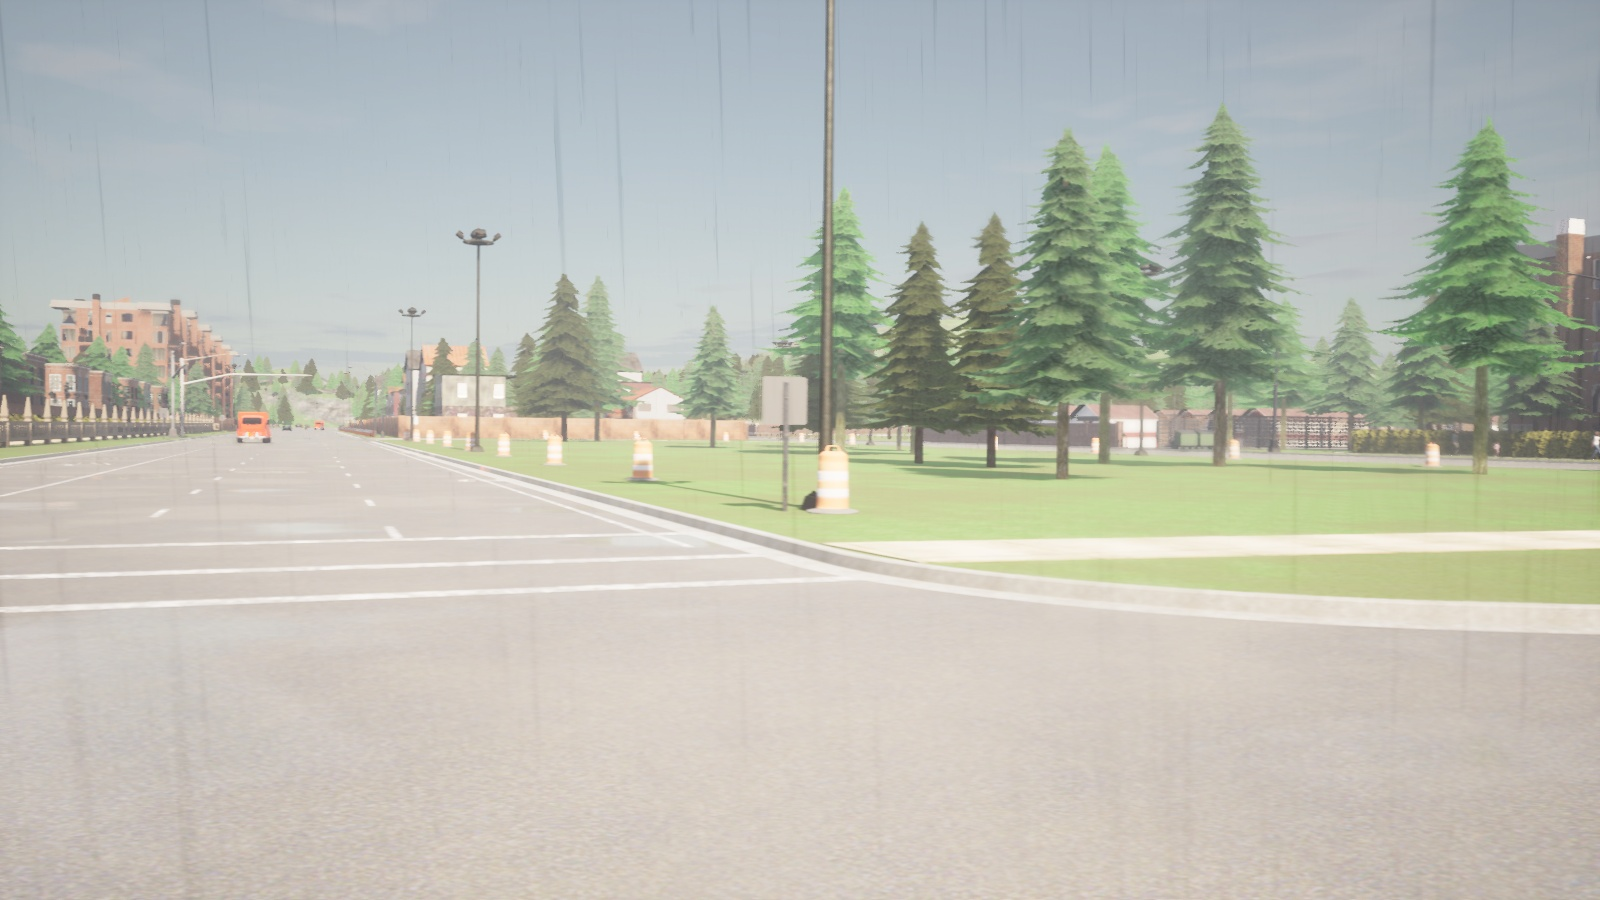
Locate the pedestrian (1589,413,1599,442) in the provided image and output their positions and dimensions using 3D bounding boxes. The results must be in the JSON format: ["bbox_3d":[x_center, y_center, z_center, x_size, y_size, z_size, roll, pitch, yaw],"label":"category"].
[{"bbox_3d":[50.159,-1.402,79.068,0.354,1.836,0.706,-1,1,-20],"label":"pedestrian"}]
